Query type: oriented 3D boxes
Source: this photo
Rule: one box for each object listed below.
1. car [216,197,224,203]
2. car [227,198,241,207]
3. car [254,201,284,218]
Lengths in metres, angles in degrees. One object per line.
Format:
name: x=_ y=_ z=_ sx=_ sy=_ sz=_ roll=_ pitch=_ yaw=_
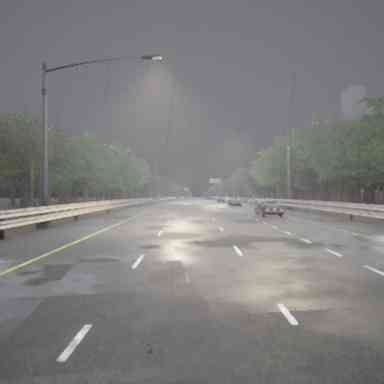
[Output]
car: x=7.405 y=2.106 z=87.225 sx=1.812 sy=1.442 sz=4.674 roll=0 pitch=-1 yaw=1
car: x=7.173 y=1.768 z=57.090 sx=1.994 sy=1.385 sz=4.181 roll=0 pitch=-1 yaw=0
car: x=7.052 y=1.575 z=30.818 sx=2.033 sy=1.411 sz=5.357 roll=0 pitch=0 yaw=0
